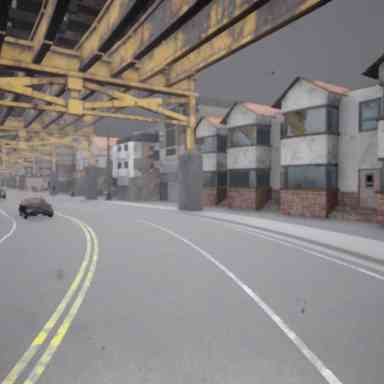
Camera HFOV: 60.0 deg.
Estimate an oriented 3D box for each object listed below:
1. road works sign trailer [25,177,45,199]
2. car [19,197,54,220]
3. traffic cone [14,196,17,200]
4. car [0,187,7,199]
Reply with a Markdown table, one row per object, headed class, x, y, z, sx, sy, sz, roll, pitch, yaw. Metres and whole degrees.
| class | x | y | z | sx | sy | sz | roll | pitch | yaw |
| --- | --- | --- | --- | --- | --- | --- | --- | --- | --- |
| road works sign trailer | -22.379 | -0.393 | 47.299 | 2.380 | 3.560 | 2.880 | -1 | 2 | -33 |
| car | -11.362 | 1.109 | 24.079 | 2.033 | 1.411 | 5.357 | -1 | 1 | -32 |
| traffic cone | -27.475 | 1.031 | 52.327 | 0.340 | 0.580 | 0.340 | -1 | 2 | -34 |
| car | -33.284 | 0.231 | 57.395 | 2.150 | 2.045 | 5.566 | -1 | 2 | -33 |
